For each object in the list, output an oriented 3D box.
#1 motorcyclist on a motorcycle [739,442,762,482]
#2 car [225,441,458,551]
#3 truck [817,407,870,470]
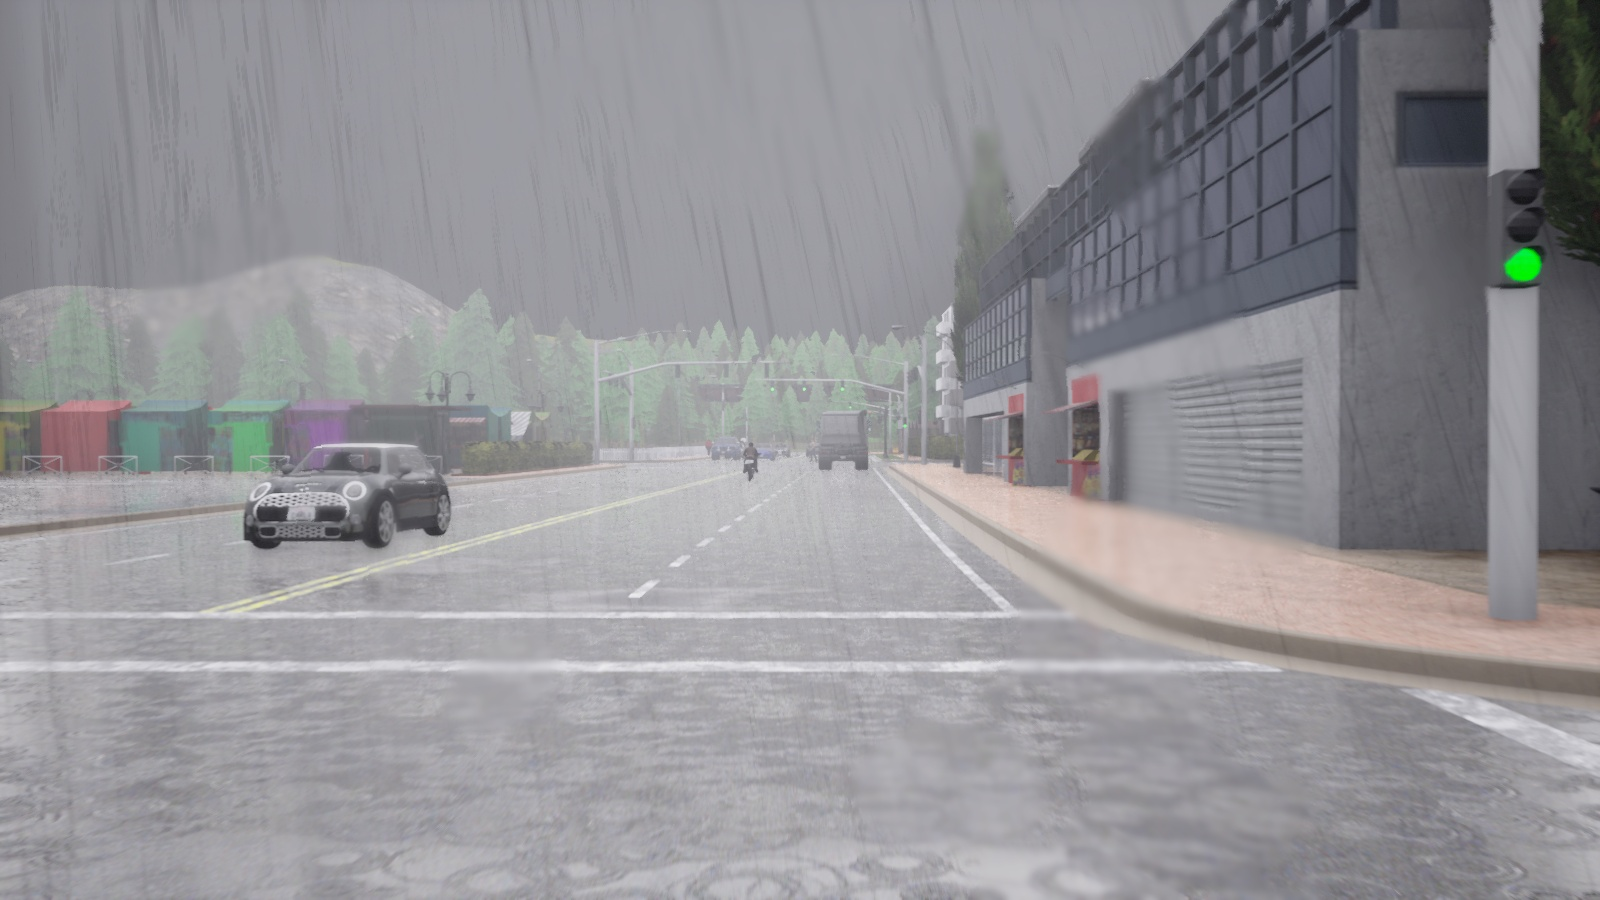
[{"bbox_3d":[-1.928,0.449,49.399,0.797,1.523,2.044,0,0,1],"label":"motorcyclist on a motorcycle"},{"bbox_3d":[-6.673,0.601,18.756,1.970,1.475,3.806,0,0,2],"label":"car"},{"bbox_3d":[2.543,-0.643,72.821,2.891,3.462,7.936,0,0,2],"label":"truck"}]
